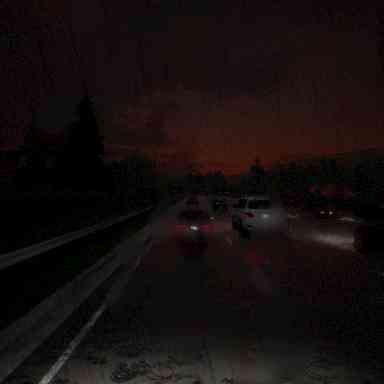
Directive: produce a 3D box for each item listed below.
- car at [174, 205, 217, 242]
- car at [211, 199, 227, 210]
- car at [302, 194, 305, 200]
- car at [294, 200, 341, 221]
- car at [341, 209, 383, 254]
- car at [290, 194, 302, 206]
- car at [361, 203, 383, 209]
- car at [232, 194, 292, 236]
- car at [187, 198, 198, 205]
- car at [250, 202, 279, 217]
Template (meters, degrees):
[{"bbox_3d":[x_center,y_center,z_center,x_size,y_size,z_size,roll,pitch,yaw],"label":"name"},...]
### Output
[{"bbox_3d":[0.096,1.593,16.527,2.033,1.411,5.357,0,0,0],"label":"car"},{"bbox_3d":[3.590,1.612,44.101,2.128,1.511,4.902,0,0,0],"label":"car"},{"bbox_3d":[22.905,1.413,72.948,3.866,1.878,1.905,0,0,0],"label":"car"},{"bbox_3d":[10.592,1.625,27.883,2.033,1.411,5.357,0,0,0],"label":"car"},{"bbox_3d":[7.097,1.522,10.774,2.128,1.511,4.902,0,0,0],"label":"car"},{"bbox_3d":[14.088,1.359,49.639,2.150,2.045,5.566,0,0,0],"label":"car"},{"bbox_3d":[14.098,1.596,25.335,1.812,1.442,4.674,0,0,0],"label":"car"},{"bbox_3d":[3.595,1.274,18.783,2.150,2.045,5.566,0,0,0],"label":"car"},{"bbox_3d":[0.086,1.730,61.234,1.994,1.385,4.181,0,0,0],"label":"car"},{"bbox_3d":[7.093,1.691,33.039,1.895,1.301,4.718,0,0,0],"label":"car"}]
